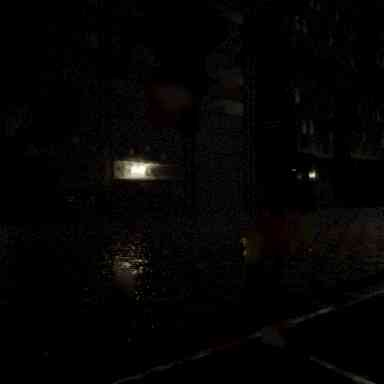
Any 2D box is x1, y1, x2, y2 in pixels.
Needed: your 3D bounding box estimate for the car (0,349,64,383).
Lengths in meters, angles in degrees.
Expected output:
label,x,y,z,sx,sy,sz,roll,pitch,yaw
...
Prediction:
label,x,y,z,sx,sy,sz,roll,pitch,yaw
car,-2.642,1.552,1.101,4.313,1.339,1.947,0,0,-35
